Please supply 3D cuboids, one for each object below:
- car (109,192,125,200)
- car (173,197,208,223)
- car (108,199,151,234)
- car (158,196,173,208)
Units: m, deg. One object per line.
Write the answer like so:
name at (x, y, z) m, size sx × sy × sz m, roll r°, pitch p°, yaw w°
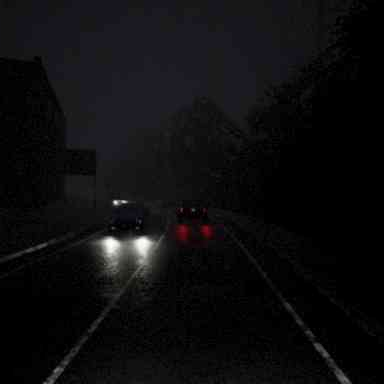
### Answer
car at (-13.292, 0.653, 59.131) m, size 1.895 × 1.301 × 4.718 m, roll 1°, pitch 2°, yaw -26°
car at (-0.088, 1.262, 25.142) m, size 2.097 × 1.767 × 4.553 m, roll 0°, pitch 0°, yaw -5°
car at (-3.461, 1.415, 19.141) m, size 1.882 × 1.535 × 5.008 m, roll 0°, pitch 0°, yaw -2°
car at (-3.064, 1.236, 42.478) m, size 2.033 × 1.411 × 5.357 m, roll 1°, pitch 1°, yaw -15°
